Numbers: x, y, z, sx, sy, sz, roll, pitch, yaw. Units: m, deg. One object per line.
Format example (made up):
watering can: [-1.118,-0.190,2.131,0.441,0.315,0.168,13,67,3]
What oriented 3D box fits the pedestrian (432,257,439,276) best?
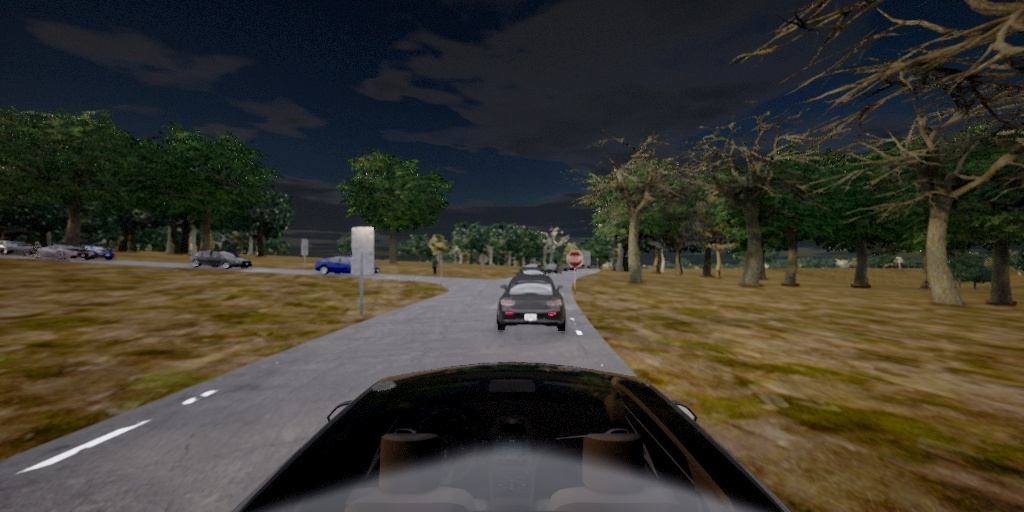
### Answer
pedestrian: [-7.266,0.955,33.916,0.375,1.860,0.375,0,-4,8]

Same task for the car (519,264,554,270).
car: [1.096,1.376,21.627,1.812,1.442,4.674,0,0,-3]

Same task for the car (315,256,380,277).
car: [-12.921,0.769,28.331,5.008,1.535,1.882,2,-1,8]

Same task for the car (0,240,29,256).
car: [-52.349,-0.845,37.231,4.902,1.511,2.128,3,-1,8]

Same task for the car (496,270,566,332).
car: [0.599,1.309,10.897,1.812,1.442,4.674,0,0,4]

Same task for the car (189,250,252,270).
car: [-24.301,0.308,29.999,4.892,1.490,1.837,3,-1,9]

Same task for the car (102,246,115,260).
car: [-42.182,-0.368,35.774,4.674,1.442,1.812,2,-1,9]

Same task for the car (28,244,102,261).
car: [-40.301,-0.314,32.368,4.181,1.385,1.994,2,-1,9]

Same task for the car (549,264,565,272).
car: [5.789,1.822,50.859,1.837,1.490,4.892,0,-1,18]

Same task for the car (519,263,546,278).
car: [2.351,1.578,39.797,1.882,1.535,5.008,0,-1,18]
